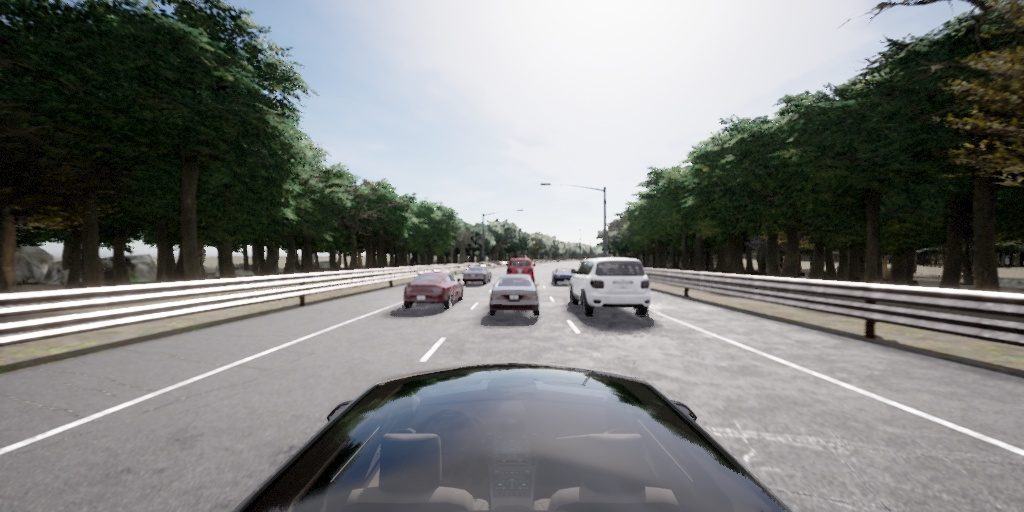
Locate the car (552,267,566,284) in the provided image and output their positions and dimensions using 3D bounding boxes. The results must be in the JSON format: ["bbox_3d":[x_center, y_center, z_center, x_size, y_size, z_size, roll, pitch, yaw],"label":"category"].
[{"bbox_3d":[4.274,1.596,29.566,1.895,1.301,4.718,0,0,4],"label":"car"}]

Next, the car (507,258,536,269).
[{"bbox_3d":[0.728,1.215,29.040,2.150,2.045,5.566,0,0,4],"label":"car"}]

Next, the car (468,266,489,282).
[{"bbox_3d":[-2.767,1.538,29.211,2.033,1.411,5.357,0,0,3],"label":"car"}]

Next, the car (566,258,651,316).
[{"bbox_3d":[3.645,1.091,14.181,2.150,2.045,5.566,0,0,2],"label":"car"}]

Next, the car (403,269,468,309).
[{"bbox_3d":[-3.298,1.403,15.647,1.812,1.442,4.674,0,0,2],"label":"car"}]

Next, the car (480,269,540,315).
[{"bbox_3d":[0.143,1.414,14.207,2.033,1.411,5.357,0,0,2],"label":"car"}]
